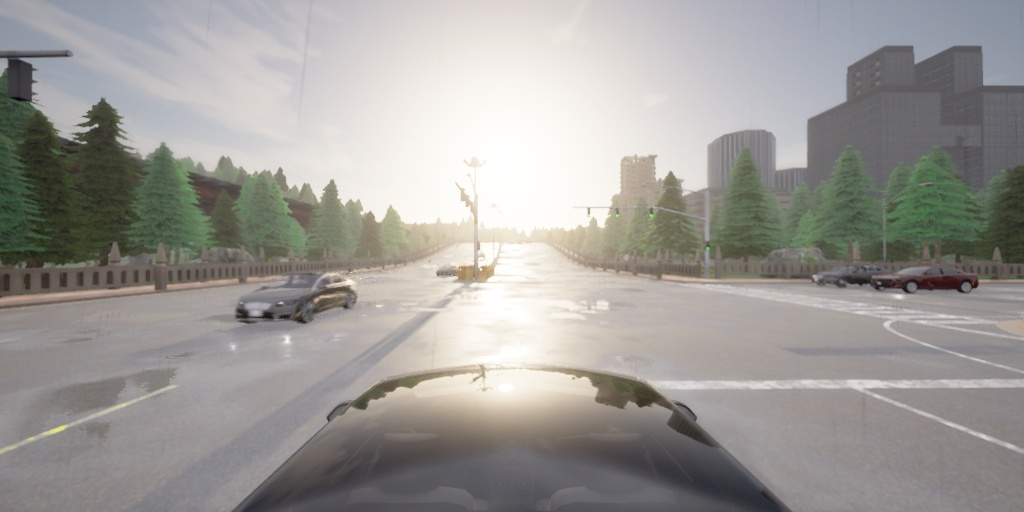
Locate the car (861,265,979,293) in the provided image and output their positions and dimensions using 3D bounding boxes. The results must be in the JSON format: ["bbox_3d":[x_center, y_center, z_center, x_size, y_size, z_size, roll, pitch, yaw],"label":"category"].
[{"bbox_3d":[24.005,1.336,21.000,5.008,1.535,1.882,0,0,0],"label":"car"}]

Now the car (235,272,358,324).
[{"bbox_3d":[-6.998,1.316,12.248,2.128,1.511,4.902,0,0,0],"label":"car"}]

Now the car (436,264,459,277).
[{"bbox_3d":[-6.989,1.586,39.129,1.994,1.385,4.181,0,0,0],"label":"car"}]

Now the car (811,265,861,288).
[{"bbox_3d":[23.289,1.369,24.486,4.902,1.511,2.128,0,0,1],"label":"car"}]
